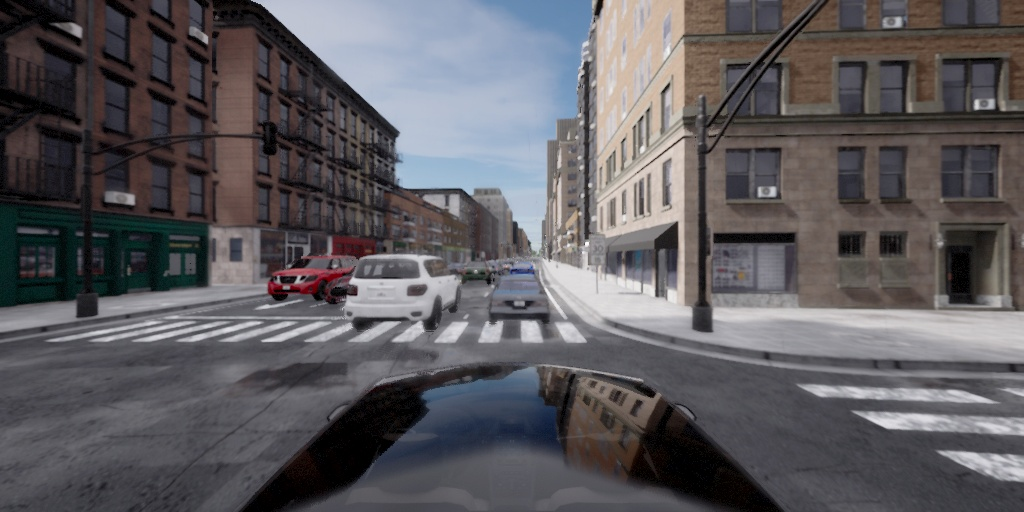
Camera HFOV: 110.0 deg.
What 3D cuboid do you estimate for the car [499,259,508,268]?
[{"bbox_3d":[-1.917,1.306,37.470,2.033,1.411,5.357,0,0,4],"label":"car"}]

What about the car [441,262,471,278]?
[{"bbox_3d":[-5.390,1.324,34.912,1.994,1.385,4.181,0,0,4],"label":"car"}]

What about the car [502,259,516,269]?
[{"bbox_3d":[-0.368,1.254,57.800,1.837,1.490,4.892,0,0,4],"label":"car"}]

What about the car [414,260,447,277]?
[{"bbox_3d":[-8.446,1.237,37.599,1.882,1.535,5.008,0,0,5],"label":"car"}]

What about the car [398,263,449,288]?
[{"bbox_3d":[-5.988,1.255,24.964,2.128,1.511,4.902,0,0,3],"label":"car"}]

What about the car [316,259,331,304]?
[{"bbox_3d":[-6.338,1.115,16.085,2.097,1.767,4.553,0,0,2],"label":"car"}]

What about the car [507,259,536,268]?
[{"bbox_3d":[0.859,1.241,28.072,1.882,1.535,5.008,0,0,3],"label":"car"}]

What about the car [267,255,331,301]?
[{"bbox_3d":[-9.527,0.984,17.946,2.150,2.045,5.566,0,0,1],"label":"car"}]

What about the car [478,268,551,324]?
[{"bbox_3d":[0.237,1.308,11.997,2.033,1.411,5.357,0,0,1],"label":"car"}]

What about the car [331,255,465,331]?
[{"bbox_3d":[-3.021,0.982,11.107,2.150,2.045,5.566,0,0,1],"label":"car"}]

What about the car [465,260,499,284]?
[{"bbox_3d":[-2.420,1.116,27.098,2.097,1.767,4.553,0,0,3],"label":"car"}]
